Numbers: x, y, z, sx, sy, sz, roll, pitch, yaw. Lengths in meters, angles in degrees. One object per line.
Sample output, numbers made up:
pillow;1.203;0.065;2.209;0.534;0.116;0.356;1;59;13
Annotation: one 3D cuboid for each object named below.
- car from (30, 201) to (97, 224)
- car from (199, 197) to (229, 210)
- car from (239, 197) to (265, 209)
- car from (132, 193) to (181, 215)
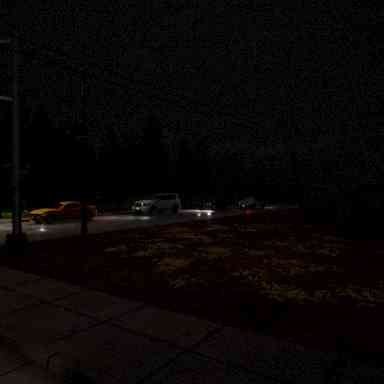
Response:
car;-9.542;1.484;25.007;1.882;1.535;5.008;0;0;37
car;2.799;1.403;41.602;1.837;1.490;4.892;0;0;37
car;7.557;1.399;41.836;1.812;1.442;4.674;0;0;37
car;-3.425;1.174;33.246;2.150;2.045;5.566;0;0;36
